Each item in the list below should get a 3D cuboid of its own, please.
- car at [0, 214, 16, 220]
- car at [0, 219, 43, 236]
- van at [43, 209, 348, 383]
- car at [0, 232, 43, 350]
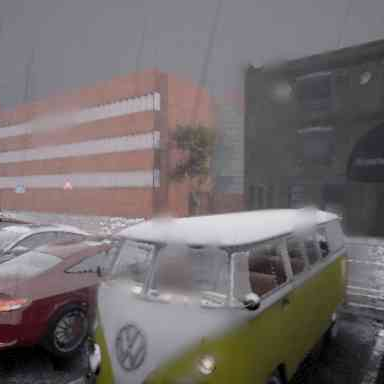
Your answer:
[{"bbox_3d":[-6.255,1.453,9.457,2.097,1.535,5.008,1,0,35],"label":"car"},{"bbox_3d":[-3.956,1.517,7.815,2.002,1.452,4.674,1,0,35],"label":"car"},{"bbox_3d":[0.692,1.268,4.357,1.878,1.987,4.442,0,0,35],"label":"van"},{"bbox_3d":[-1.651,1.536,6.166,2.002,1.452,4.674,1,0,35],"label":"car"}]
